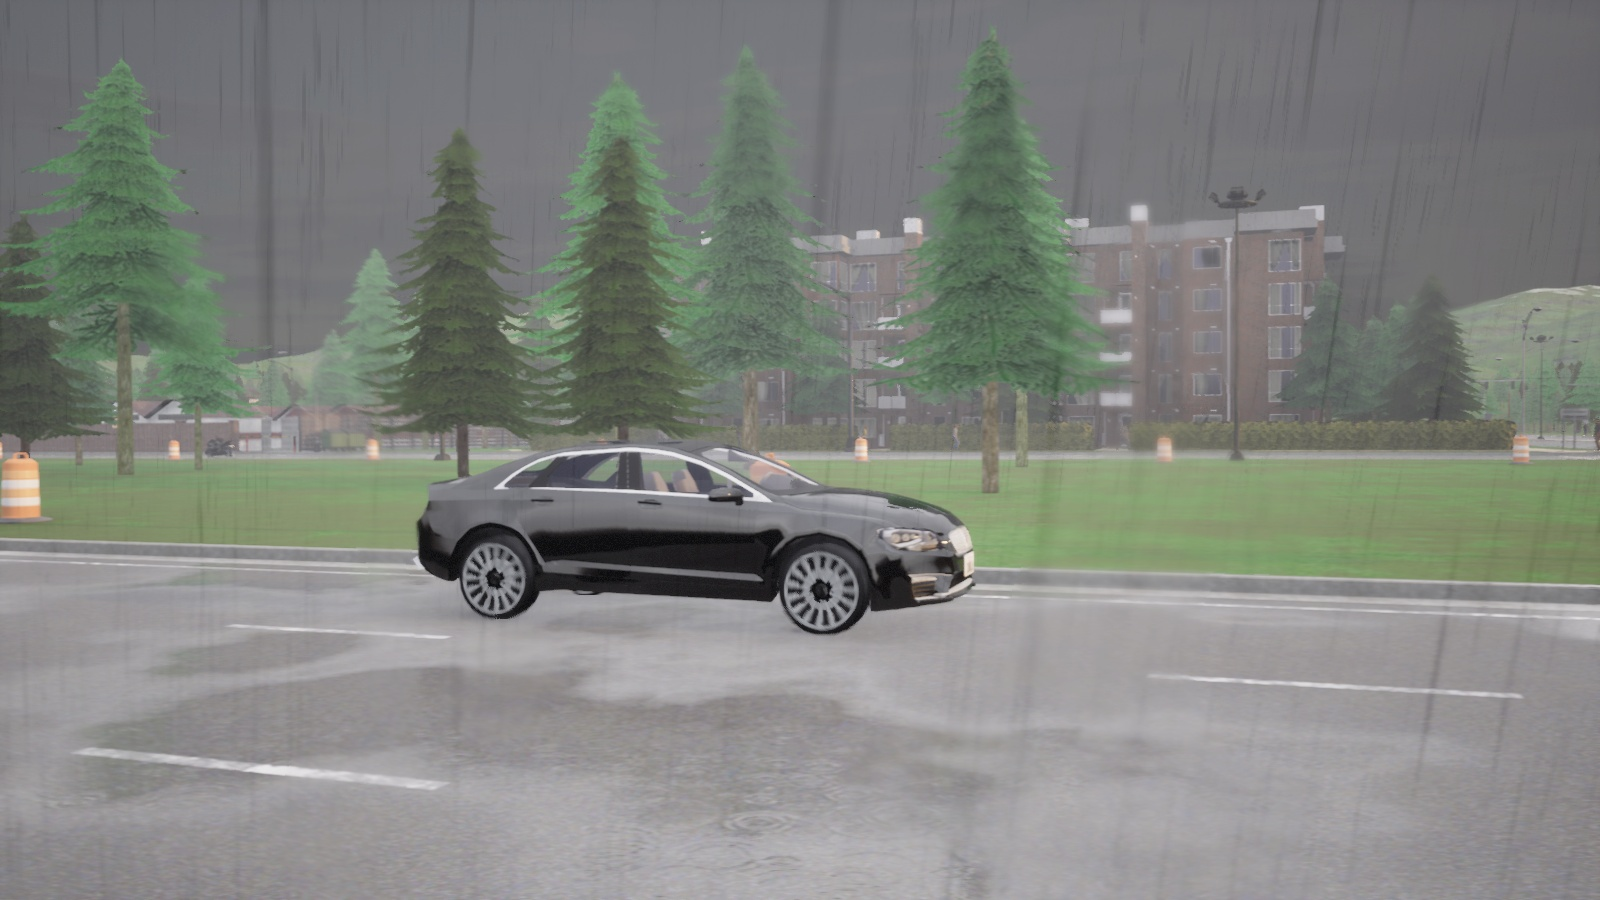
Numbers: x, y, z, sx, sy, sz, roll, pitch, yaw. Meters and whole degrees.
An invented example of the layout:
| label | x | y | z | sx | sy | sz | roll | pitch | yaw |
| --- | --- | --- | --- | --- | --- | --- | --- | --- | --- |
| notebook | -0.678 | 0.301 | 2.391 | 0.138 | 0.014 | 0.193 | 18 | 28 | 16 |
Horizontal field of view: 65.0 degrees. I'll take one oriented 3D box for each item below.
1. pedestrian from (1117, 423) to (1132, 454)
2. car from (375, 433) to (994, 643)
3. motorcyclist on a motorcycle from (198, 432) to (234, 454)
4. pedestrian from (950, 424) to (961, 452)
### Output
| label | x | y | z | sx | sy | sz | roll | pitch | yaw |
| --- | --- | --- | --- | --- | --- | --- | --- | --- | --- |
| pedestrian | 20.730 | -0.734 | 80.202 | 0.873 | 1.952 | 0.659 | 0 | 1 | 19 |
| car | -0.948 | 0.618 | 10.896 | 4.902 | 1.511 | 2.128 | 0 | 1 | 19 |
| motorcyclist on a motorcycle | -39.617 | -0.484 | 85.202 | 2.191 | 1.530 | 0.866 | 0 | 1 | 19 |
| pedestrian | 10.348 | -0.799 | 83.559 | 0.706 | 1.836 | 0.354 | 0 | 1 | 20 |
